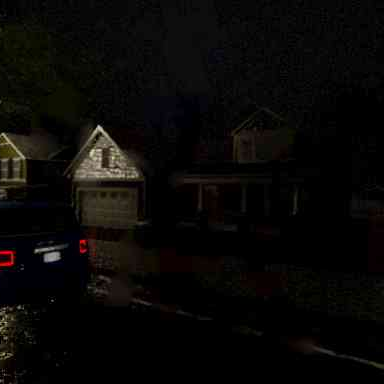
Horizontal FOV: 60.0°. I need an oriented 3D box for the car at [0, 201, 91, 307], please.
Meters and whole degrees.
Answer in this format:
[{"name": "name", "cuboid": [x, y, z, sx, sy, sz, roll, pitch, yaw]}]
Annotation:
[{"name": "car", "cuboid": [-4.583, 1.208, 7.280, 5.566, 2.045, 2.150, 0, 0, 36]}]
